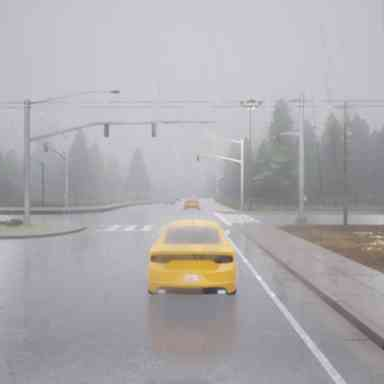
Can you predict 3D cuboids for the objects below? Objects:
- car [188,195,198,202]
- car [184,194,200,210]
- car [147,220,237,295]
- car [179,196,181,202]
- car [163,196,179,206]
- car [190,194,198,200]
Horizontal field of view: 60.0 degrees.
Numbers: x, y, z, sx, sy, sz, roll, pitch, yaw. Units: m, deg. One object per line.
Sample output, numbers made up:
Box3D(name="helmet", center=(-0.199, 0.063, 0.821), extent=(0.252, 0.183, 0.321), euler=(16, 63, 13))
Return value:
Box3D(name="car", center=(0.186, 1.412, 72.964), extent=(2.033, 1.411, 5.357), euler=(0, 0, 2))
Box3D(name="car", center=(-0.048, 1.405, 42.403), extent=(1.882, 1.535, 5.008), euler=(0, 0, 0))
Box3D(name="car", center=(0.035, 1.459, 8.740), extent=(1.882, 1.535, 5.008), euler=(0, 0, 1))
Box3D(name="car", center=(-3.390, 1.470, 70.300), extent=(1.895, 1.301, 4.718), euler=(0, 0, 1))
Box3D(name="car", center=(-3.647, 1.454, 53.912), extent=(2.033, 1.411, 5.357), euler=(0, 0, 0))
Box3D(name="car", center=(0.568, 1.298, 83.356), extent=(1.837, 1.490, 4.892), euler=(0, 0, 2))
